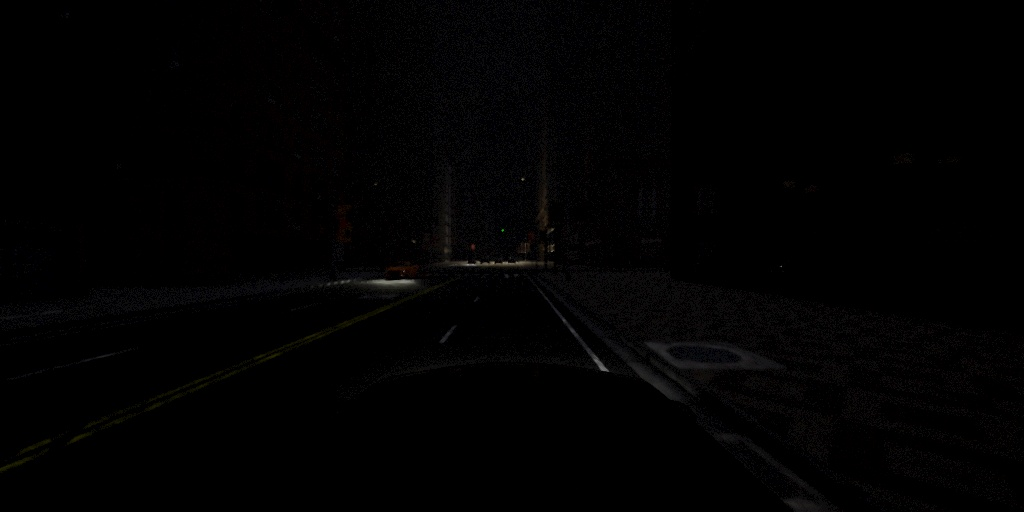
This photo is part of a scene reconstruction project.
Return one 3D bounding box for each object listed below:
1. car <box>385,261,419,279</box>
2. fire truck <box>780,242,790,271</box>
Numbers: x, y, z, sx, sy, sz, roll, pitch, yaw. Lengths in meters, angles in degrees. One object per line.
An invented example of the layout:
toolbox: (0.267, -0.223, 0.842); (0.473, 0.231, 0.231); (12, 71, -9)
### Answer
car: (-9.804, 1.229, 32.310); (1.882, 1.535, 5.008); (0, 0, 1)
fire truck: (37.592, 0.110, 45.571); (8.468, 3.827, 2.891); (0, 0, 0)
